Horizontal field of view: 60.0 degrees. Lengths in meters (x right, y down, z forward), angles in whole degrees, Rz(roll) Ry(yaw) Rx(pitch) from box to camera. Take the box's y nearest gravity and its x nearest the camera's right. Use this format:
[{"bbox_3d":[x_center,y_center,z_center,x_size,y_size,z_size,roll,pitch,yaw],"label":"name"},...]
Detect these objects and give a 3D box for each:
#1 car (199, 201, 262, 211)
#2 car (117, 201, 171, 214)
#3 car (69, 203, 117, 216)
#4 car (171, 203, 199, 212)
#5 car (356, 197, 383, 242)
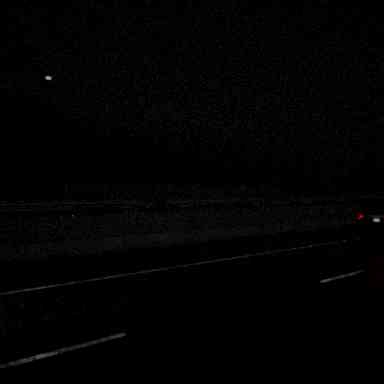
[{"bbox_3d":[3.164,1.512,23.439,4.892,1.490,1.837,0,0,-35],"label":"car"},{"bbox_3d":[-3.258,1.497,27.460,4.902,1.511,2.128,0,0,-35],"label":"car"},{"bbox_3d":[-7.958,1.605,28.409,4.718,1.301,1.895,0,0,-35],"label":"car"},{"bbox_3d":[1.134,1.512,26.290,4.892,1.490,1.837,0,0,-35],"label":"car"},{"bbox_3d":[9.688,1.231,15.085,5.566,2.045,2.150,0,0,-36],"label":"car"}]
